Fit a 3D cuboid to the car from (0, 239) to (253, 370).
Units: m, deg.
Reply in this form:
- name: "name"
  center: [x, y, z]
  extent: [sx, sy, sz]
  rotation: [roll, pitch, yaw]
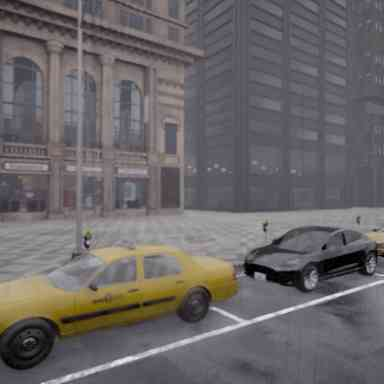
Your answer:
- name: "car"
  center: [-1.353, 1.541, 5.687]
  extent: [4.829, 1.417, 1.752]
  rotation: [1, 0, -36]

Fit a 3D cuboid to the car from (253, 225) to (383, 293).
- name: "car"
  center: [3.376, 1.624, 9.062]
  extent: [4.313, 1.339, 1.947]
  rotation: [1, 0, -36]
